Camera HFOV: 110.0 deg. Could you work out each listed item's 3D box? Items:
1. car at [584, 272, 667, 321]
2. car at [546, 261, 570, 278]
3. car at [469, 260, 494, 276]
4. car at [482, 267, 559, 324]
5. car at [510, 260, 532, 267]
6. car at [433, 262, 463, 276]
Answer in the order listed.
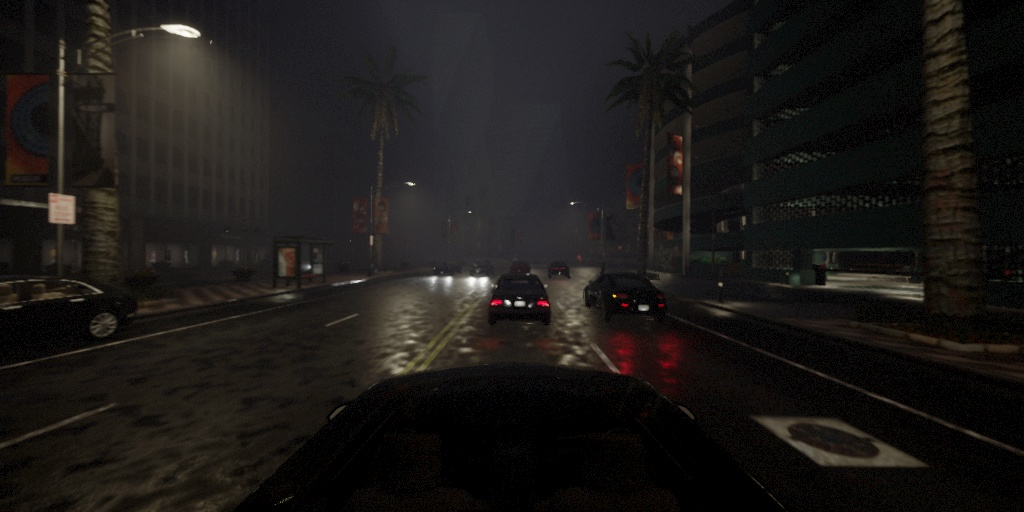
[{"bbox_3d":[3.726,1.284,12.373,1.812,1.442,4.674,0,0,1],"label":"car"},{"bbox_3d":[4.234,1.222,32.863,1.837,1.490,4.892,0,0,5],"label":"car"},{"bbox_3d":[-2.857,1.145,34.873,2.128,1.511,4.902,0,0,5],"label":"car"},{"bbox_3d":[0.232,1.277,11.823,2.033,1.411,5.357,0,0,1],"label":"car"},{"bbox_3d":[0.886,1.163,34.501,1.882,1.535,5.008,0,0,5],"label":"car"},{"bbox_3d":[-6.313,1.222,35.571,1.895,1.301,4.718,0,0,6],"label":"car"}]
